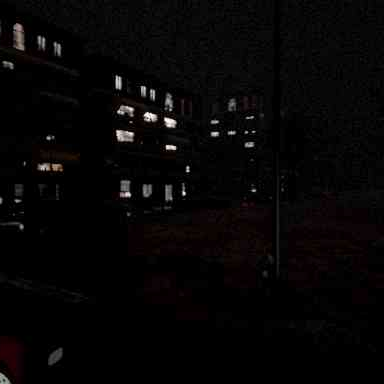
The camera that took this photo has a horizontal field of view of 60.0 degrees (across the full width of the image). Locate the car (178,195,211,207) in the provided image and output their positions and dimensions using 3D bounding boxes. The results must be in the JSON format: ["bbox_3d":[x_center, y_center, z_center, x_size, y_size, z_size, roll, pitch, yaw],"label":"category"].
[{"bbox_3d":[0.395,1.137,43.758,1.895,1.301,4.718,0,1,35],"label":"car"}]

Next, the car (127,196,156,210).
[{"bbox_3d":[-5.875,1.186,34.697,1.882,1.535,5.008,0,1,34],"label":"car"}]

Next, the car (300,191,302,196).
[{"bbox_3d":[27.728,0.279,87.892,1.887,1.381,4.507,1,2,35],"label":"car"}]

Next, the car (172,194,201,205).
[{"bbox_3d":[-0.755,1.069,46.652,1.947,1.339,4.313,1,2,35],"label":"car"}]

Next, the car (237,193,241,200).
[{"bbox_3d":[8.740,0.811,60.399,1.947,1.339,4.313,1,2,35],"label":"car"}]

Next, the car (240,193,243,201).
[{"bbox_3d":[9.805,0.960,51.776,1.895,1.301,4.718,0,1,35],"label":"car"}]

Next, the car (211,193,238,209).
[{"bbox_3d":[2.975,1.161,37.306,2.008,1.369,4.403,1,2,35],"label":"car"}]

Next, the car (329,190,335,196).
[{"bbox_3d":[34.624,0.195,83.126,1.967,1.590,4.097,1,2,35],"label":"car"}]

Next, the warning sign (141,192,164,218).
[{"bbox_3d":[-2.906,0.947,24.651,1.300,1.860,1.060,-1,-1,35],"label":"warning sign"}]

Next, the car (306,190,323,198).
[{"bbox_3d":[25.130,0.560,69.383,2.008,1.369,4.403,1,2,35],"label":"car"}]

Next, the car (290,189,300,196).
[{"bbox_3d":[24.565,0.134,83.304,2.192,1.841,5.009,1,2,35],"label":"car"}]

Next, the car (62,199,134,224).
[{"bbox_3d":[-6.519,1.438,23.560,1.947,1.339,4.313,1,2,35],"label":"car"}]

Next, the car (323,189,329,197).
[{"bbox_3d":[28.294,0.476,73.964,2.008,1.369,4.403,1,2,35],"label":"car"}]

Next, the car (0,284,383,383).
[{"bbox_3d":[-0.093,1.554,2.931,4.507,1.381,1.887,0,0,35],"label":"car"}]

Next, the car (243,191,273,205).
[{"bbox_3d":[9.305,0.988,46.471,2.008,1.369,4.403,1,2,35],"label":"car"}]

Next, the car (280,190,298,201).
[{"bbox_3d":[15.732,0.788,55.775,1.752,1.417,4.829,1,2,35],"label":"car"}]

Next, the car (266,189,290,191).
[{"bbox_3d":[15.603,0.680,60.174,1.882,1.535,5.008,0,1,35],"label":"car"}]

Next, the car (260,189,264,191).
[{"bbox_3d":[11.808,0.687,64.840,1.752,1.417,4.829,1,2,35],"label":"car"}]

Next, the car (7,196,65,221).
[{"bbox_3d":[-11.659,1.372,26.328,1.837,1.490,4.892,0,1,35],"label":"car"}]

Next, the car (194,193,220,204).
[{"bbox_3d":[2.410,0.968,51.234,2.008,1.369,4.403,1,2,35],"label":"car"}]

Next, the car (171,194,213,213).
[{"bbox_3d":[-0.190,1.242,32.723,1.887,1.381,4.507,1,2,35],"label":"car"}]

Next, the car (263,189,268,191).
[{"bbox_3d":[15.071,0.389,69.558,2.192,1.841,5.009,1,2,35],"label":"car"}]

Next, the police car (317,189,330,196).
[{"bbox_3d":[33.452,0.166,84.719,1.930,1.638,5.238,0,1,34],"label":"police car"}]

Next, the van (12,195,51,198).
[{"bbox_3d":[-13.413,1.192,28.318,1.690,1.788,3.998,1,2,35],"label":"van"}]

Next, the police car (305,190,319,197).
[{"bbox_3d":[27.646,0.317,76.575,1.930,1.638,5.238,0,1,32],"label":"police car"}]
